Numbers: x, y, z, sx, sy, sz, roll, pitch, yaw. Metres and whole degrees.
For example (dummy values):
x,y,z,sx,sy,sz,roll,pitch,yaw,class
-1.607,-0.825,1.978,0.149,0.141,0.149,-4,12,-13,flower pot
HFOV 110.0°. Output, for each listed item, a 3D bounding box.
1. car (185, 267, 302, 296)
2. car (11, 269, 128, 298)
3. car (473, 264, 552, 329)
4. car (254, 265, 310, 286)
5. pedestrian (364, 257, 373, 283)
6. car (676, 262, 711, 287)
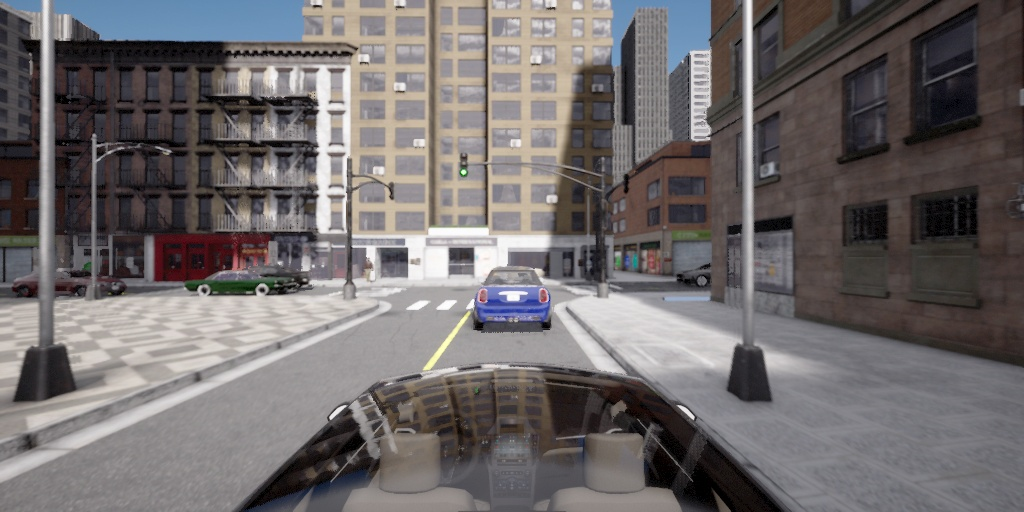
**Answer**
x,y,z,sx,sy,sz,roll,pitch,yaw,class
-14.192,1.439,19.000,4.718,1.301,1.895,0,0,-1,car
-23.263,1.430,18.906,4.674,1.442,1.812,0,0,-1,car
-0.025,1.092,11.339,2.097,1.767,4.553,0,0,-1,car
-15.171,1.330,22.055,5.008,1.535,1.882,0,0,1,car
-10.151,0.962,25.287,0.375,1.860,0.375,0,0,-1,pedestrian
12.893,1.110,22.537,4.892,1.490,1.837,-1,0,-1,car
